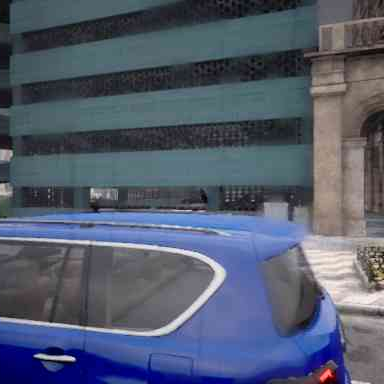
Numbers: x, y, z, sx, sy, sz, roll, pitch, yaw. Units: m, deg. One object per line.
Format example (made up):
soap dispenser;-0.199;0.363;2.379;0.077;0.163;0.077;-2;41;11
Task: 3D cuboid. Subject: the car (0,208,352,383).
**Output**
car;-1.476;1.221;3.267;5.566;2.045;2.150;0;0;18

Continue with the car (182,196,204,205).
car;0.712;1.313;52.234;4.674;1.452;2.002;0;0;18

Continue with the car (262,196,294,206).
car;13.587;1.408;52.333;4.786;1.482;2.161;0;0;18

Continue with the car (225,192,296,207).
car;4.573;1.026;23.612;5.566;2.045;2.435;0;0;18

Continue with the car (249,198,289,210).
car;9.565;1.459;41.444;4.718;1.301;1.895;0;0;18
